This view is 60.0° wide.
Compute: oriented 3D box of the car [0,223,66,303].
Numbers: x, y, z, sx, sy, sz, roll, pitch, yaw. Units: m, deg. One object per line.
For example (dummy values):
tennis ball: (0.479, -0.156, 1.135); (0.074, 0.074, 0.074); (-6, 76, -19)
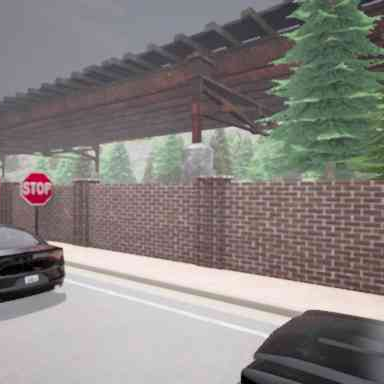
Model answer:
car: (-4.929, 1.429, 7.556); (5.008, 1.535, 1.882); (0, 0, 36)

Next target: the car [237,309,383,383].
car: (2.630, 1.608, 2.069); (4.718, 1.301, 1.895); (0, 0, 36)
